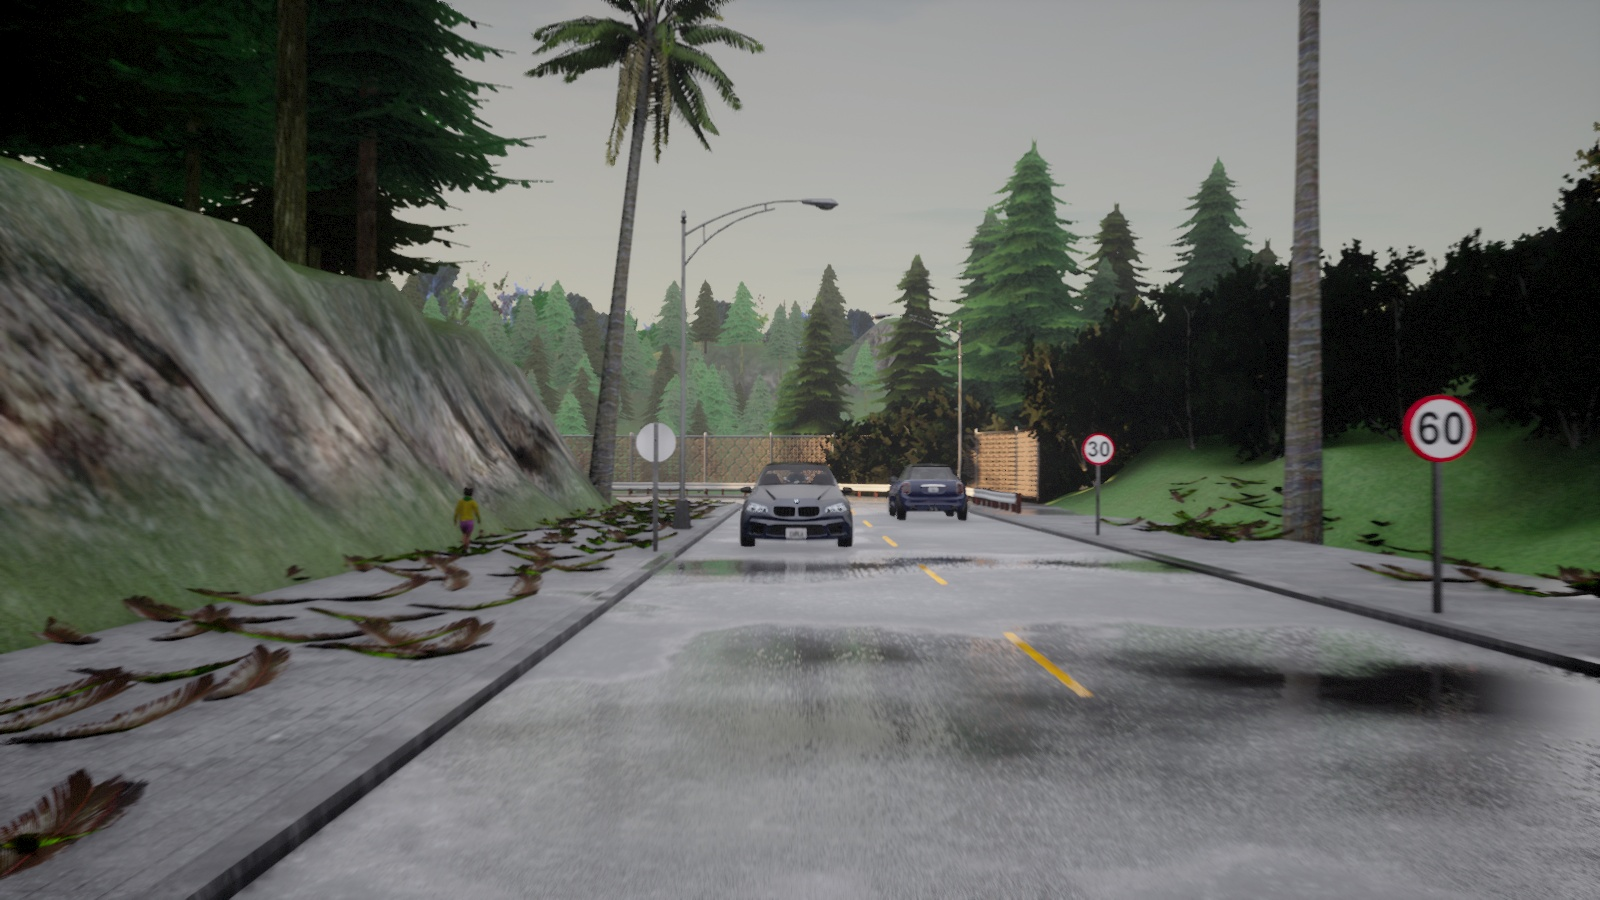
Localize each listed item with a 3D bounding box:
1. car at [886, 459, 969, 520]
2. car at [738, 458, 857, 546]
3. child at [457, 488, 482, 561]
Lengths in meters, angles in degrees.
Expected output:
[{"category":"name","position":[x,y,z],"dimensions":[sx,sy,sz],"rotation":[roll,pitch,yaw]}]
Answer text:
[{"category":"car","position":[3.907,1.193,39.215],"dimensions":[2.097,1.767,4.553],"rotation":[0,-1,0]},{"category":"car","position":[-0.061,1.013,26.048],"dimensions":[2.242,1.667,4.611],"rotation":[0,-1,0]},{"category":"child","position":[-5.350,1.199,20.335],"dimensions":[0.299,1.160,0.473],"rotation":[0,-1,-1]}]
